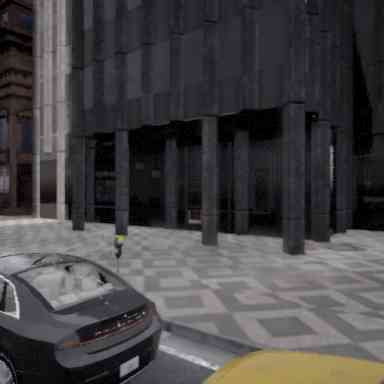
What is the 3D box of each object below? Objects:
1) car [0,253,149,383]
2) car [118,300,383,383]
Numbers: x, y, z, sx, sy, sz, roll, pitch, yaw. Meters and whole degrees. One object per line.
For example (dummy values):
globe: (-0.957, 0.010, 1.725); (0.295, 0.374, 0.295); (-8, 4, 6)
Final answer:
car: (-2.421, 1.553, 4.686); (4.403, 1.369, 2.008); (0, 0, 35)
car: (2.002, 1.525, 1.533); (4.829, 1.417, 1.752); (0, 0, 35)
